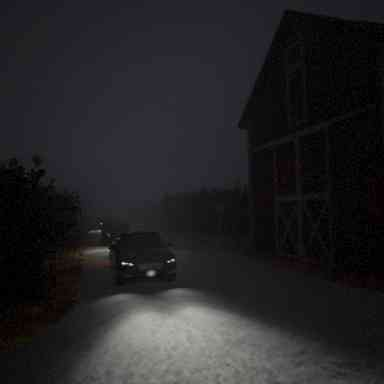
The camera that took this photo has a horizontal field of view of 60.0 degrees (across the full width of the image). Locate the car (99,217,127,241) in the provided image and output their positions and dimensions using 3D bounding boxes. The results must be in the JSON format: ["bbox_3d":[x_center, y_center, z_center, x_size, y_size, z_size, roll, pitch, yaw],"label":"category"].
[{"bbox_3d":[-5.469,2.811,23.838,1.882,1.535,5.008,0,-3,-17],"label":"car"}]

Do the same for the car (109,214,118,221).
[{"bbox_3d":[-18.462,5.942,78.321,1.837,1.490,4.892,0,-3,-17],"label":"car"}]

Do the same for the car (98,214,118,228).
[{"bbox_3d":[-9.958,3.619,39.135,1.812,1.442,4.674,0,-3,-17],"label":"car"}]

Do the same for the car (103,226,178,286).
[{"bbox_3d":[-1.848,2.166,11.726,2.128,1.511,4.902,0,-3,-17],"label":"car"}]
